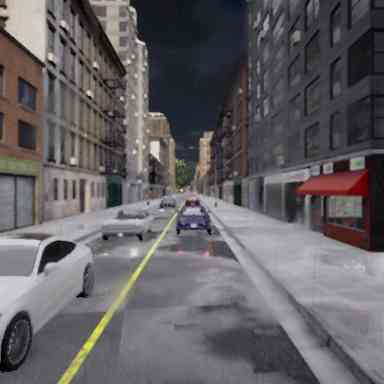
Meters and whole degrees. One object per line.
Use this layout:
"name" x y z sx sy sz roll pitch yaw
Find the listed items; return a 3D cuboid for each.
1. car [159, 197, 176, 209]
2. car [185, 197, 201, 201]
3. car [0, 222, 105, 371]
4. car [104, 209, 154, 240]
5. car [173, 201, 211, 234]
"car" -3.018 1.393 42.671 1.994 1.385 4.181 0 0 0
"car" 0.083 1.308 42.147 1.882 1.535 5.008 0 1 0
"car" -3.087 1.504 5.771 1.812 1.442 4.674 0 0 0
"car" -3.087 1.537 16.635 1.895 1.301 4.718 0 0 0
"car" 0.083 1.454 18.541 1.812 1.442 4.674 0 0 0
